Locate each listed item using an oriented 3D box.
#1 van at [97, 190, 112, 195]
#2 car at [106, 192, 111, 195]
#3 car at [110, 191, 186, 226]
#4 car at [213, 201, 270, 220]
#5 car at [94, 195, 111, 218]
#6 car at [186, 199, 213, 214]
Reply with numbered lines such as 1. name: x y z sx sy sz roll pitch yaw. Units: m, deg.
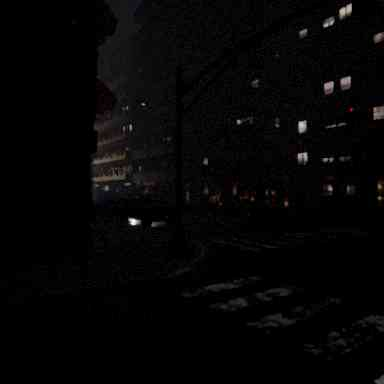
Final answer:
1. van: -12.334 0.684 48.021 1.690 1.788 3.998 1 0 -36
2. car: -5.358 1.075 28.442 1.882 1.535 5.008 0 1 -36
3. car: -2.847 1.011 20.565 2.192 1.841 5.009 1 0 -36
4. car: 3.964 1.311 25.438 1.947 1.339 4.313 1 0 -36
5. car: -6.114 1.160 25.081 1.887 1.381 4.507 1 0 -36
6. car: 0.703 1.246 29.954 1.802 1.307 4.206 1 0 -36
